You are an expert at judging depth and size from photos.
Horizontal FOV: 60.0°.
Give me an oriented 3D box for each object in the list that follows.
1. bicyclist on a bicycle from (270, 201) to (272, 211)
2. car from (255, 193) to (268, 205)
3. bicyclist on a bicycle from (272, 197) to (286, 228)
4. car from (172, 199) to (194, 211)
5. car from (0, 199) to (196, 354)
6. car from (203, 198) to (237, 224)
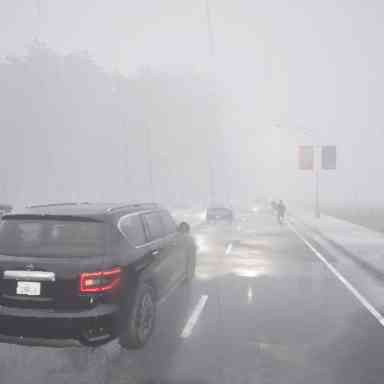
[{"bbox_3d":[7.355,1.376,29.950,0.659,1.776,1.843,0,0,11],"label":"bicyclist on a bicycle"},{"bbox_3d":[12.840,1.258,61.718,2.150,2.045,5.566,0,0,10],"label":"car"},{"bbox_3d":[5.571,1.374,20.927,0.659,1.776,1.843,0,0,11],"label":"bicyclist on a bicycle"},{"bbox_3d":[-1.079,1.612,42.676,1.895,1.301,4.718,0,0,11],"label":"car"},{"bbox_3d":[-1.397,1.222,6.536,2.150,2.045,5.566,0,0,11],"label":"car"},{"bbox_3d":[2.232,1.496,24.883,2.128,1.511,4.902,0,0,11],"label":"car"}]
